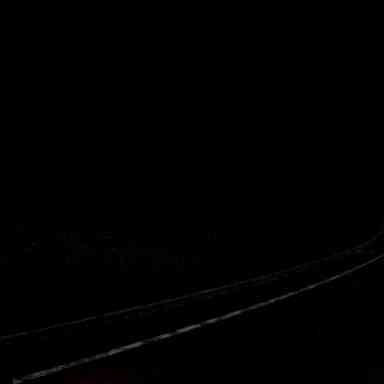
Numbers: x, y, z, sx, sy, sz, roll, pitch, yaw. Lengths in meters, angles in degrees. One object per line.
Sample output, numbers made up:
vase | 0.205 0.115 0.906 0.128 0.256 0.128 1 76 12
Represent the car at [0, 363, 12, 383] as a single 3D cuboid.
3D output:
car | -3.657 1.544 1.233 5.357 1.411 2.033 1 0 -34
